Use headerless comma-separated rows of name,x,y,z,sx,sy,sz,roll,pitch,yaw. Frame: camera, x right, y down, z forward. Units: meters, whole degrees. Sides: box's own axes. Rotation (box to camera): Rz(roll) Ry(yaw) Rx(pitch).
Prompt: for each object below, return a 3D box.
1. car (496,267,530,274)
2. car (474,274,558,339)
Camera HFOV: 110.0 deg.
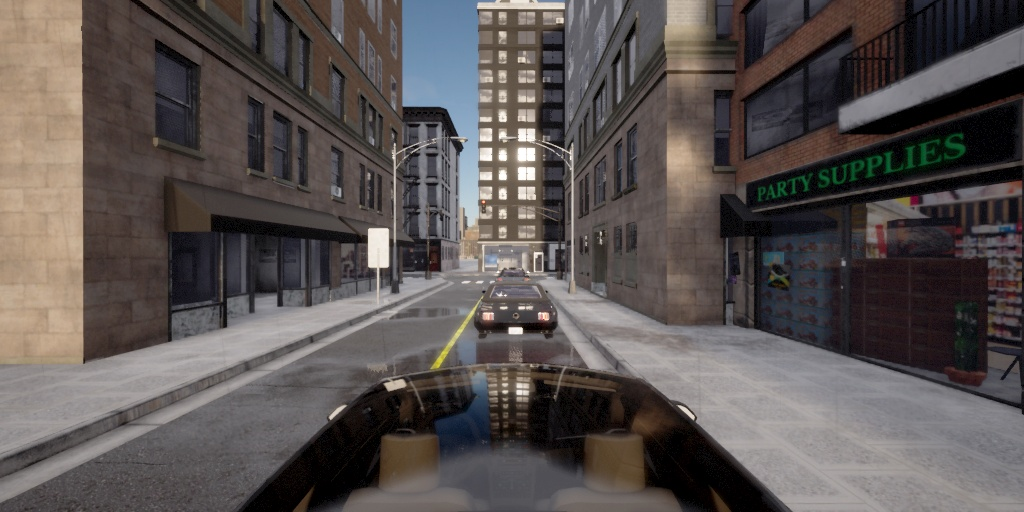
car,0.066,1.314,20.032,1.994,1.385,4.181,0,0,0
car,0.088,1.351,10.064,1.895,1.301,4.718,0,0,0
